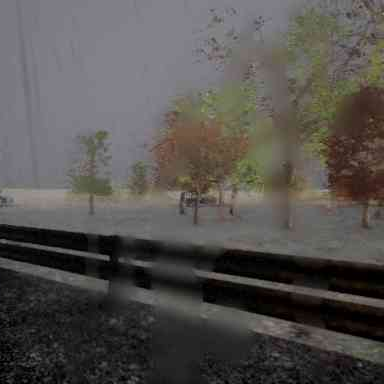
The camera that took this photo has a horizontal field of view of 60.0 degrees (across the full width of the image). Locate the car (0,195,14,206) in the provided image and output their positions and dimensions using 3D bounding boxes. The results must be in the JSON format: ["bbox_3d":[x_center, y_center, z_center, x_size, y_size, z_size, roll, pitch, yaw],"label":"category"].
[{"bbox_3d":[-28.778,1.263,48.984,4.902,1.511,2.128,0,0,10],"label":"car"}]

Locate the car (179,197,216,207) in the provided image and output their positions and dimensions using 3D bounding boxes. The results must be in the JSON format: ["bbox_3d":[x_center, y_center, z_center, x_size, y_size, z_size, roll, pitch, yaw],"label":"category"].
[{"bbox_3d":[0.759,1.075,43.823,4.902,1.511,2.128,0,0,10],"label":"car"}]
